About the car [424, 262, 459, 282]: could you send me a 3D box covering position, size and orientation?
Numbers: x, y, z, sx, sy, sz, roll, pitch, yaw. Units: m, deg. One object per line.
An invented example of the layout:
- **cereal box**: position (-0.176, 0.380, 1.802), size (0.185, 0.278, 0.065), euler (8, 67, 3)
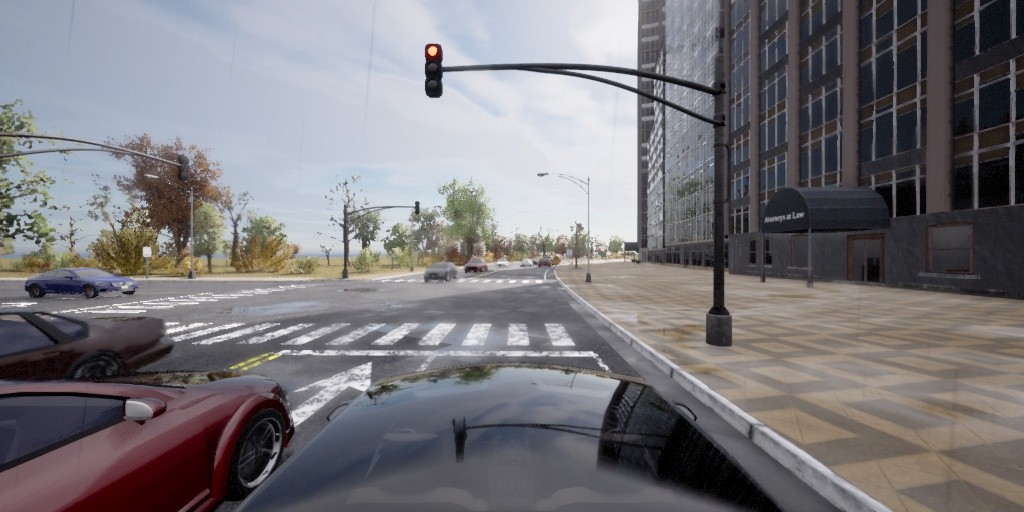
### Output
- **car**: position (-5.536, 1.253, 28.515), size (1.837, 1.490, 4.892), euler (0, 0, 4)

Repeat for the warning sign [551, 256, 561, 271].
- **warning sign**: position (5.419, 0.869, 43.943), size (1.300, 1.860, 1.060), euler (0, 0, 7)

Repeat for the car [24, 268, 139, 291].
- **car**: position (-21.665, 1.323, 18.076), size (4.674, 1.442, 1.812), euler (0, 0, 4)

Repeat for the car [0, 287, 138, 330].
- **car**: position (-6.575, 1.297, 3.572), size (2.033, 1.411, 5.357), euler (0, 0, 0)

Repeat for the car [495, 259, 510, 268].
- **car**: position (-1.597, 1.279, 61.235), size (1.812, 1.442, 4.674), euler (0, 0, 10)

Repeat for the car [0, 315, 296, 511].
- **car**: position (-3.108, 1.314, 1.797), size (1.994, 1.385, 4.181), euler (0, 0, 0)

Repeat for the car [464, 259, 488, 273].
- **car**: position (-4.216, 1.100, 42.342), size (2.097, 1.767, 4.553), euler (0, 0, 7)
